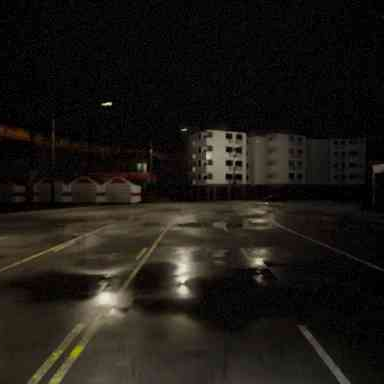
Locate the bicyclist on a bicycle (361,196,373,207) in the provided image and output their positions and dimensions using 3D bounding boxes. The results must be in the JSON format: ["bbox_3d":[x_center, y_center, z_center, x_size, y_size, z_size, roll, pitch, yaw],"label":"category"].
[{"bbox_3d":[21.443,1.075,40.554,0.582,1.620,1.656,0,0,-34],"label":"bicyclist on a bicycle"}]

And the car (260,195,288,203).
[{"bbox_3d":[14.728,1.188,59.734,5.357,1.411,2.033,0,0,-29],"label":"car"}]

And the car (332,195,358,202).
[{"bbox_3d":[29.884,1.226,65.074,4.718,1.301,1.895,0,0,-11],"label":"car"}]
